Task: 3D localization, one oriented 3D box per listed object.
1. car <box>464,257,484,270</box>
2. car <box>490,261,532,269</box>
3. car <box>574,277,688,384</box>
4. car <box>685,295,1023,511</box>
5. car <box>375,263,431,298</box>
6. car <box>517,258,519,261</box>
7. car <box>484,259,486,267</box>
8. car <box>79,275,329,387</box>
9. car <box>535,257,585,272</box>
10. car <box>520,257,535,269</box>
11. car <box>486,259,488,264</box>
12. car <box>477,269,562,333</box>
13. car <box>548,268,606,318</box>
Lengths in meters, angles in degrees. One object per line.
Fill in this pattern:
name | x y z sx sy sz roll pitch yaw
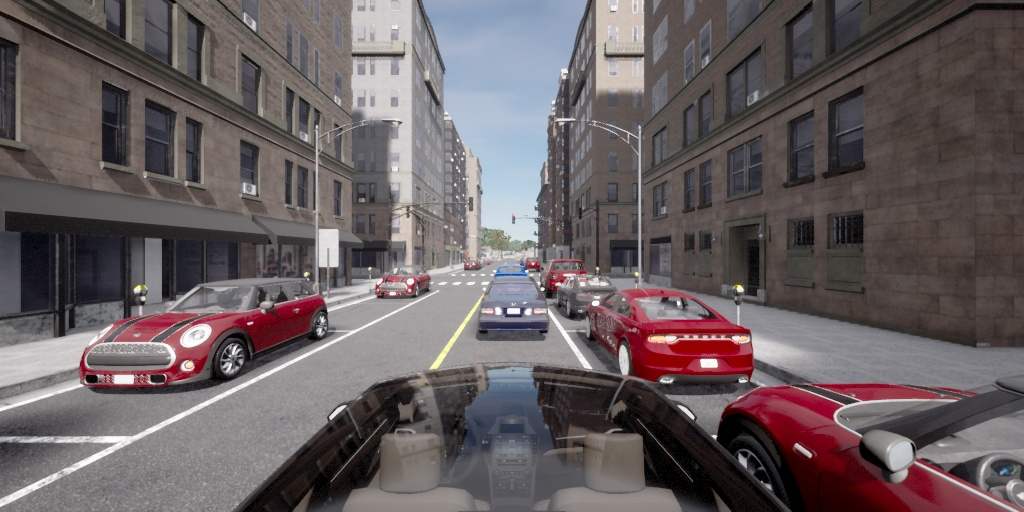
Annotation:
car | -5.609 1.061 50.901 2.192 1.841 5.009 0 0 0
car | -0.071 1.227 20.484 1.882 1.535 5.008 0 0 0
car | 2.619 1.295 7.010 1.888 1.381 4.507 0 0 0
car | 2.642 1.190 1.328 1.967 1.591 4.097 0 0 0
car | -5.450 1.189 18.342 1.967 1.591 4.097 0 0 0
car | 2.453 1.060 61.942 2.192 1.841 5.009 0 0 0
car | -5.629 1.312 56.405 1.948 1.339 4.313 0 0 0
car | -5.406 1.190 6.978 1.967 1.591 4.097 0 0 0
car | 2.575 1.064 18.374 2.192 1.841 5.009 0 0 0
car | 2.531 1.062 45.431 2.192 1.841 5.009 0 0 0
car | -5.648 1.296 61.909 2.007 1.370 4.403 0 0 0
car | 0.044 1.297 10.665 2.033 1.411 5.357 0 0 0
car | 2.597 1.300 12.692 2.007 1.370 4.403 0 0 0
